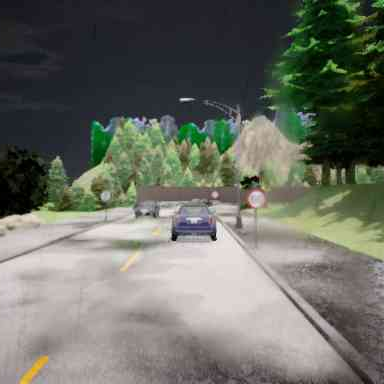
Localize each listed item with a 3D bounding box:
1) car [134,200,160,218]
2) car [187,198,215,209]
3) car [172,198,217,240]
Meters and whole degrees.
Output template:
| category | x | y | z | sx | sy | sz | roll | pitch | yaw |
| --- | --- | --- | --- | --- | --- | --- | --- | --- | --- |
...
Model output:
| category | x | y | z | sx | sy | sz | roll | pitch | yaw |
| --- | --- | --- | --- | --- | --- | --- | --- | --- | --- |
| car | -4.010 | 1.505 | 30.367 | 2.128 | 1.511 | 4.902 | 0 | 0 | 0 |
| car | 1.360 | 1.567 | 47.786 | 2.033 | 1.411 | 5.357 | 0 | 0 | 27 |
| car | 0.099 | 1.360 | 17.259 | 2.097 | 1.767 | 4.553 | 0 | 0 | 0 |
